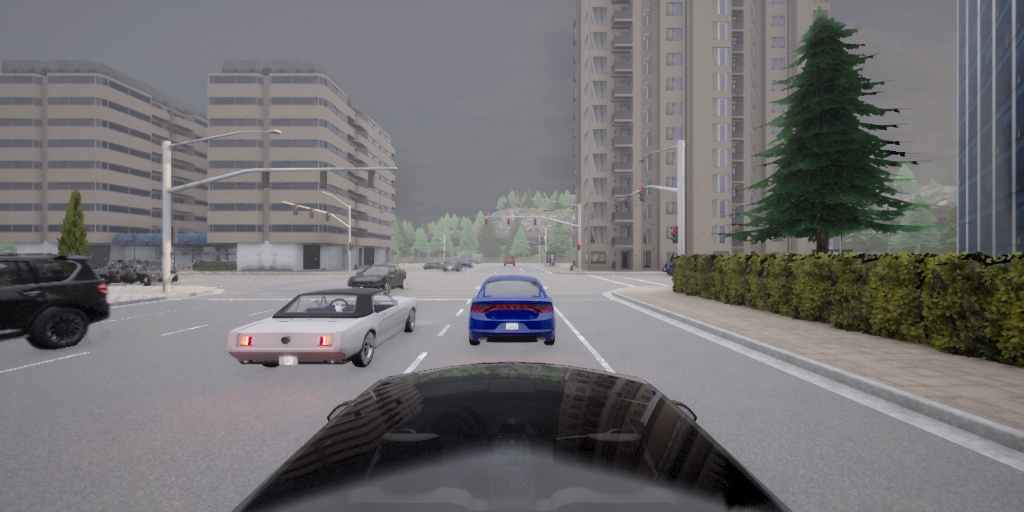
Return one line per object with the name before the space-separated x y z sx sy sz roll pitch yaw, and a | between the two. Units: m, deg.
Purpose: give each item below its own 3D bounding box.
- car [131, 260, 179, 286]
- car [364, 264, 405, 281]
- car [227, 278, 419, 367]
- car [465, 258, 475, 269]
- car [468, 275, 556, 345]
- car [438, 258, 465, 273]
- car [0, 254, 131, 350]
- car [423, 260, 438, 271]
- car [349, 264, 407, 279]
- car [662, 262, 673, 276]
car | -25.946 1.241 24.780 4.902 1.511 2.128 0 0 1
car | -10.861 1.351 30.999 1.895 1.301 4.718 0 0 -1
car | -3.496 1.351 7.841 1.895 1.301 4.718 0 0 0
car | -7.585 1.104 57.712 2.097 1.767 4.553 0 0 0
car | -0.004 1.228 9.507 1.882 1.535 5.008 0 0 0
car | -7.355 1.241 44.208 2.128 1.511 4.902 0 0 -3
car | -10.650 0.971 6.168 2.150 2.045 5.566 0 0 0
car | -11.028 1.314 50.119 1.994 1.385 4.181 0 0 0
car | -7.259 1.227 19.758 1.882 1.535 5.008 0 0 -1
car | 17.894 0.971 35.453 5.566 2.045 2.150 0 0 0
